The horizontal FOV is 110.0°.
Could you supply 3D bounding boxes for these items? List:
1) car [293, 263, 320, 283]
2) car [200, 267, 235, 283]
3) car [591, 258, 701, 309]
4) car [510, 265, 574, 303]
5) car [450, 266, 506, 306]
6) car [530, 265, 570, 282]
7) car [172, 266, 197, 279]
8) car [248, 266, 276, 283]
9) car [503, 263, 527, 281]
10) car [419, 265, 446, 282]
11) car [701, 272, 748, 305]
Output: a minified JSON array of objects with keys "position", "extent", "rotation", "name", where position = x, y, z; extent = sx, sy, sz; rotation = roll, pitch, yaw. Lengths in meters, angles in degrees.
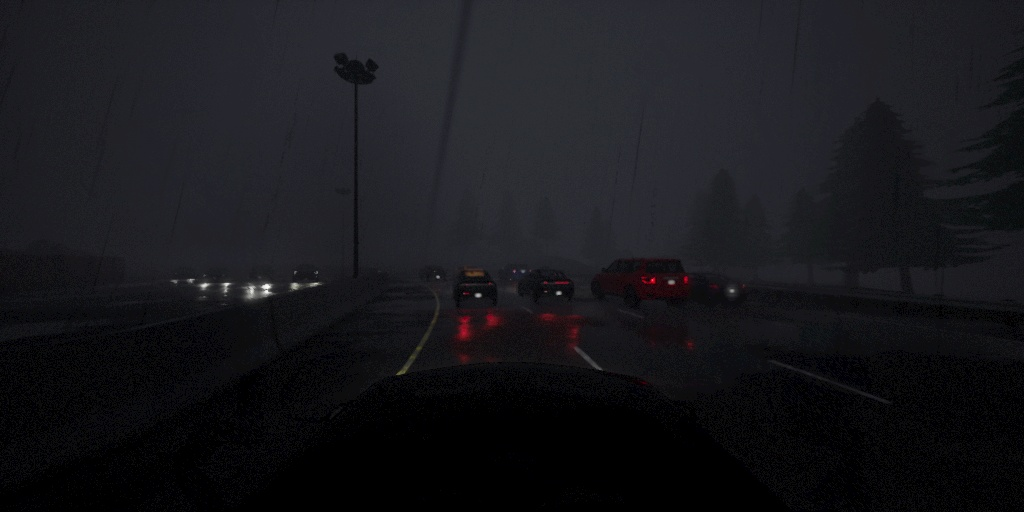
[{"position":[-19.455,1.513,33.903],"extent":[2.097,1.767,4.553],"rotation":[0,-1,-30],"name":"car"},{"position":[-27.058,1.704,33.126],"extent":[1.812,1.442,4.674],"rotation":[0,-1,-32],"name":"car"},{"position":[5.498,1.108,16.085],"extent":[2.150,2.045,5.566],"rotation":[0,-1,-10],"name":"car"},{"position":[1.542,1.411,17.841],"extent":[2.128,1.511,4.902],"rotation":[0,-1,-11],"name":"car"},{"position":[-1.860,1.414,17.053],"extent":[2.128,1.511,4.902],"rotation":[0,-1,-11],"name":"car"},{"position":[3.568,1.620,34.713],"extent":[1.812,1.442,4.674],"rotation":[0,-1,-22],"name":"car"},{"position":[-36.962,1.837,40.449],"extent":[2.033,1.411,5.357],"rotation":[0,-1,-42],"name":"car"},{"position":[-22.915,1.654,32.968],"extent":[2.128,1.511,4.902],"rotation":[0,-1,-31],"name":"car"},{"position":[0.202,1.446,33.631],"extent":[2.097,1.767,4.553],"rotation":[0,-1,-22],"name":"car"},{"position":[-7.645,1.631,34.222],"extent":[1.837,1.490,4.892],"rotation":[0,-1,-25],"name":"car"},{"position":[8.810,1.449,16.928],"extent":[1.994,1.385,4.181],"rotation":[0,-1,-10],"name":"car"}]
